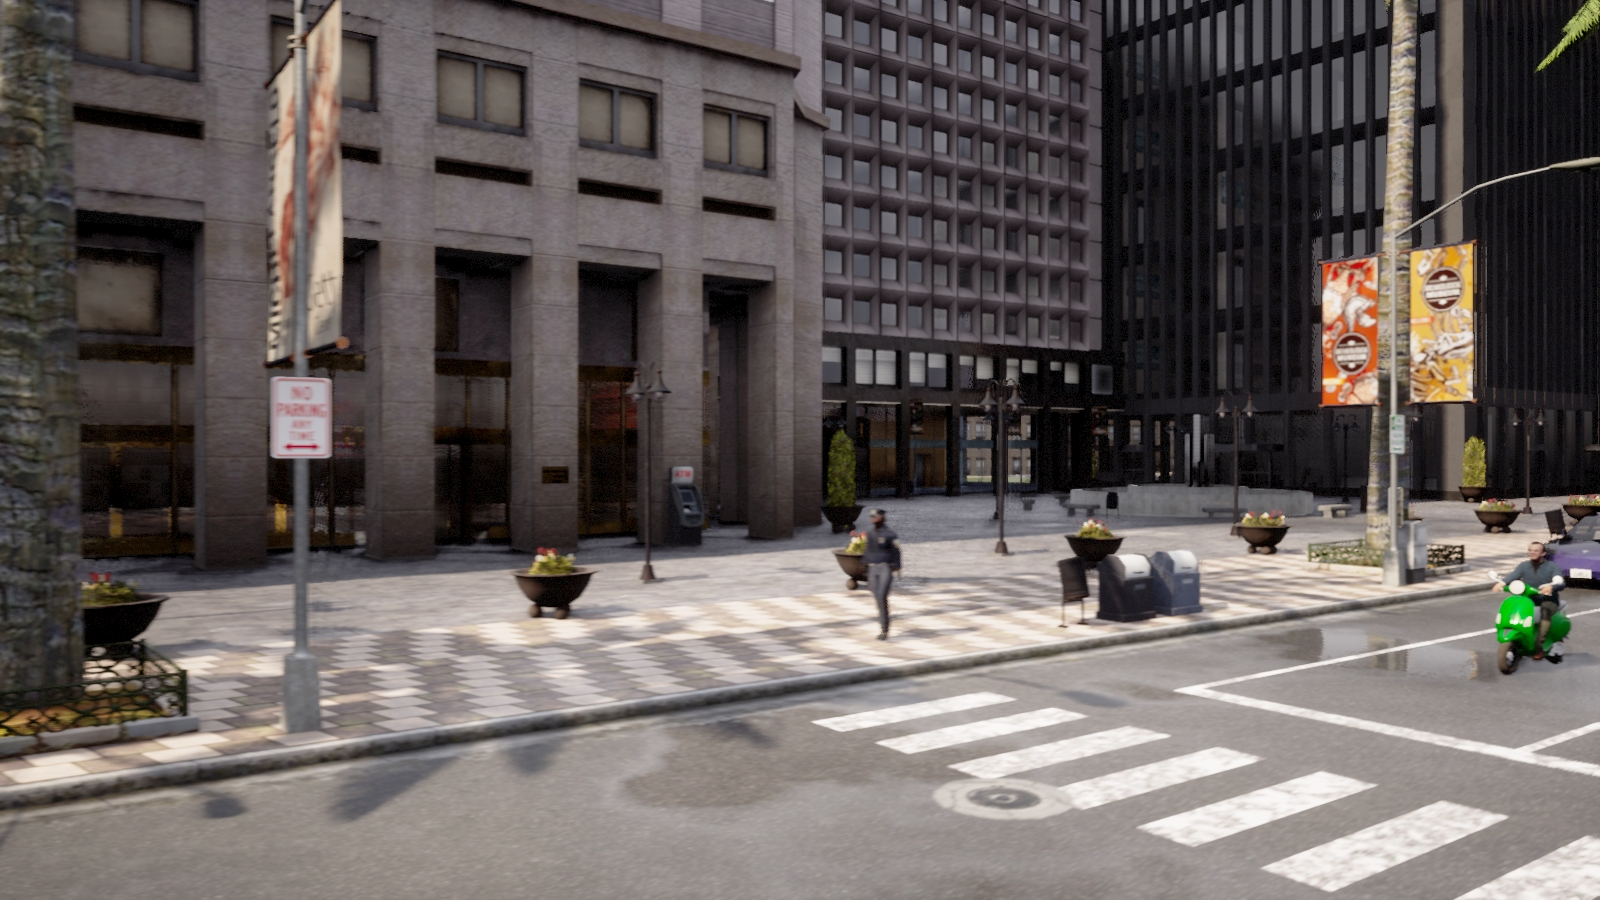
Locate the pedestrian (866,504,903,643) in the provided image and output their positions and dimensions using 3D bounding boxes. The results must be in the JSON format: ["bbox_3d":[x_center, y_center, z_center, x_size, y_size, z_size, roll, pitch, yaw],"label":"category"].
[{"bbox_3d":[1.174,1.695,15.828,0.375,1.860,0.375,0,0,37],"label":"pedestrian"}]
